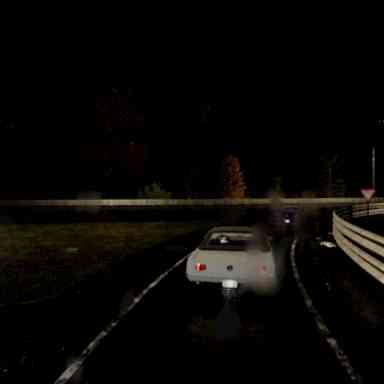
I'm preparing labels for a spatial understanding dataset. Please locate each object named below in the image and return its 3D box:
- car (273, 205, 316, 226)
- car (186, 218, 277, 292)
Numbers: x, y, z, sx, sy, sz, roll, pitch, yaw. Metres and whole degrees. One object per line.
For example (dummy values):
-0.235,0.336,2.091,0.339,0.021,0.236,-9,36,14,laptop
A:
7.327,1.592,23.374,1.895,1.301,4.718,0,0,32,car
1.232,1.597,9.012,1.895,1.301,4.718,0,0,12,car
